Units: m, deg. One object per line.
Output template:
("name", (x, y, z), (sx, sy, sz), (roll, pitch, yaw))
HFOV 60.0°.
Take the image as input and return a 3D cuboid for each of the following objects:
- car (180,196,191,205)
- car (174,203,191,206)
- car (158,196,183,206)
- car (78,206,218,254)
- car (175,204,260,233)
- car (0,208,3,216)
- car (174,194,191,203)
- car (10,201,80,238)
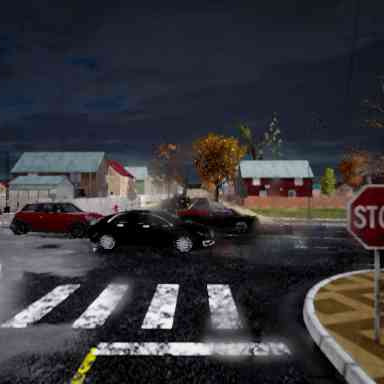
("car", (-1.154, 1.590, 63.601), (1.812, 1.442, 4.674), (0, 0, 3))
("car", (1.407, 1.624, 22.584), (4.718, 1.301, 1.895), (1, 0, 8))
("car", (-2.352, 1.518, 34.720), (1.837, 1.490, 4.892), (0, 0, 4))
("car", (-1.595, 1.465, 12.950), (4.892, 1.490, 1.837), (1, 0, 8))
("car", (1.488, 1.608, 19.283), (4.718, 1.301, 1.895), (1, 0, 8))
("car", (-16.965, 1.418, 24.847), (5.357, 1.411, 2.033), (1, 0, 13))
("car", (-1.769, 1.257, 48.393), (2.150, 2.045, 5.566), (0, 0, 2))
("car", (-6.639, 1.280, 16.927), (4.553, 1.767, 2.097), (1, 0, 8))
